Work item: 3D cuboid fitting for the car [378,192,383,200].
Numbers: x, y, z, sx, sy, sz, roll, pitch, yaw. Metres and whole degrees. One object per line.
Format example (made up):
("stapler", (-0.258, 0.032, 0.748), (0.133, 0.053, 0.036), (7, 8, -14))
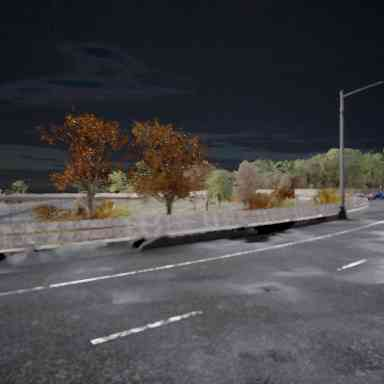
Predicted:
("car", (46.539, 0.977, 81.357), (2.150, 2.045, 5.566), (0, 0, 3))

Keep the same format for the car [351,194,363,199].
("car", (39.548, 1.277, 82.438), (2.128, 1.511, 4.902), (0, 0, 3))

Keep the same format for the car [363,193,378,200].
("car", (43.036, 1.284, 82.145), (2.033, 1.411, 5.357), (0, 0, 3))
